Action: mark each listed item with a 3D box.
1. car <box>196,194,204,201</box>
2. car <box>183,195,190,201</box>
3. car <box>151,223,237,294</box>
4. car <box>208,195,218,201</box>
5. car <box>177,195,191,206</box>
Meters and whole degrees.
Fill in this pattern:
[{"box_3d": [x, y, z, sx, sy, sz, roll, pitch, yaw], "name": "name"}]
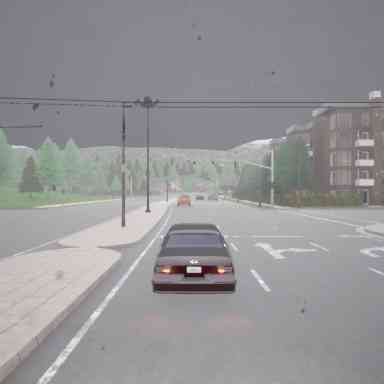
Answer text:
[{"box_3d": [2.050, 1.477, 85.536, 1.882, 1.535, 5.008, 0, 0, 0], "name": "car"}, {"box_3d": [-1.450, 1.523, 85.501, 1.812, 1.442, 4.674, 0, 0, 0], "name": "car"}, {"box_3d": [0.049, 1.547, 8.930, 2.033, 1.411, 5.357, 0, 0, 0], "name": "car"}, {"box_3d": [5.550, 1.539, 85.541, 2.033, 1.411, 5.357, 0, 0, 0], "name": "car"}, {"box_3d": [-1.312, 1.352, 54.676, 2.097, 1.767, 4.553, 0, 0, -1], "name": "car"}]
